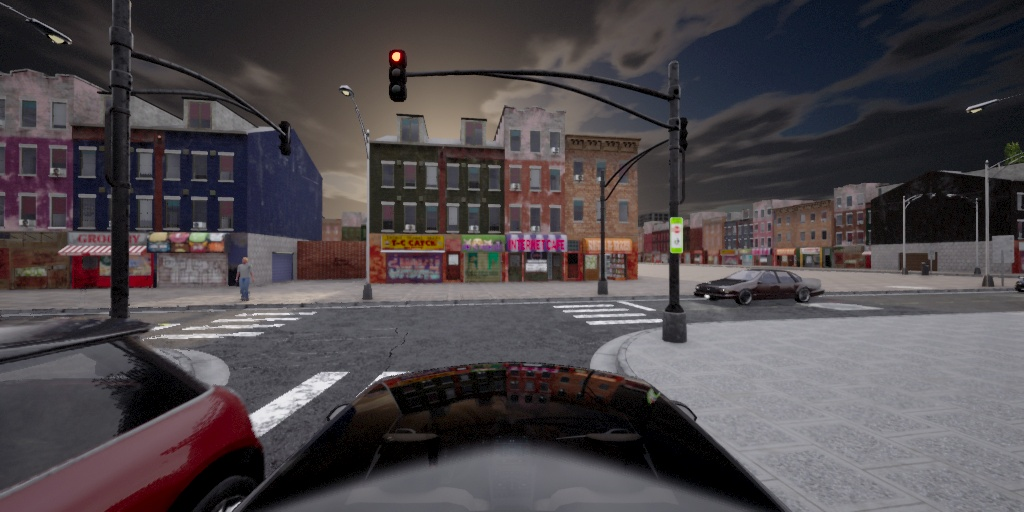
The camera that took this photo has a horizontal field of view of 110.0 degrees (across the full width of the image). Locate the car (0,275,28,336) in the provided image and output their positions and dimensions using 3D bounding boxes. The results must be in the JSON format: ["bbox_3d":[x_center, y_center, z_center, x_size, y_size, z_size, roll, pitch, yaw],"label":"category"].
[{"bbox_3d":[-15.410,1.278,8.332,4.902,1.511,2.128,0,0,-8],"label":"car"}]

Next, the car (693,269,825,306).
[{"bbox_3d":[10.641,1.274,15.440,5.357,1.411,2.033,0,0,-14],"label":"car"}]

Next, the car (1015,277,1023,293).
[{"bbox_3d":[28.216,1.246,18.107,4.181,1.385,1.994,0,0,-8],"label":"car"}]

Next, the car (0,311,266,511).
[{"bbox_3d":[-2.630,1.102,0.353,2.097,1.767,4.553,0,0,1],"label":"car"}]

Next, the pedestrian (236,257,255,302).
[{"bbox_3d":[-11.107,0.945,14.926,0.375,1.860,0.375,0,0,-9],"label":"pedestrian"}]
